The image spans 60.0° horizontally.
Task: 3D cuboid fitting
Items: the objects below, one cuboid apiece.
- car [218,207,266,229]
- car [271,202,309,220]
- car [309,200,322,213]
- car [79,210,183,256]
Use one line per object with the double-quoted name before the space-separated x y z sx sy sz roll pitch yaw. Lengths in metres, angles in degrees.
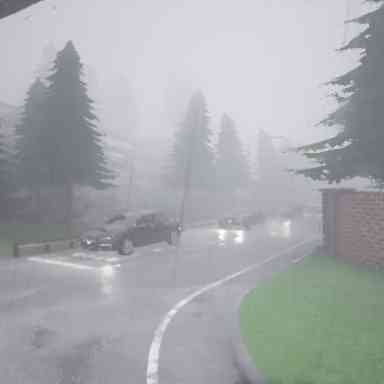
"car" 3.426 1.676 22.395 1.994 1.385 4.181 -1 -1 33
"car" 8.933 1.693 31.039 2.128 1.511 4.902 -1 -1 33
"car" 15.438 1.784 41.157 1.882 1.535 5.008 -1 -1 33
"car" -2.254 1.526 13.478 1.837 1.490 4.892 -1 -1 32
